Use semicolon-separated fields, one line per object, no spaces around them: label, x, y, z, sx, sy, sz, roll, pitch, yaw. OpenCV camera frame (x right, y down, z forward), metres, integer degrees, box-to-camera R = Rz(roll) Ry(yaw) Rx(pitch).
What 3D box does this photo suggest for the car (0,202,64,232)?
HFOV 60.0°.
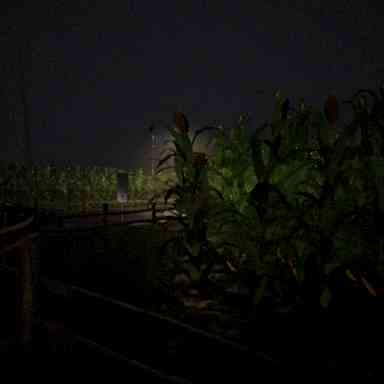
car;-8.355;1.220;15.390;1.837;1.490;4.892;2;1;36
